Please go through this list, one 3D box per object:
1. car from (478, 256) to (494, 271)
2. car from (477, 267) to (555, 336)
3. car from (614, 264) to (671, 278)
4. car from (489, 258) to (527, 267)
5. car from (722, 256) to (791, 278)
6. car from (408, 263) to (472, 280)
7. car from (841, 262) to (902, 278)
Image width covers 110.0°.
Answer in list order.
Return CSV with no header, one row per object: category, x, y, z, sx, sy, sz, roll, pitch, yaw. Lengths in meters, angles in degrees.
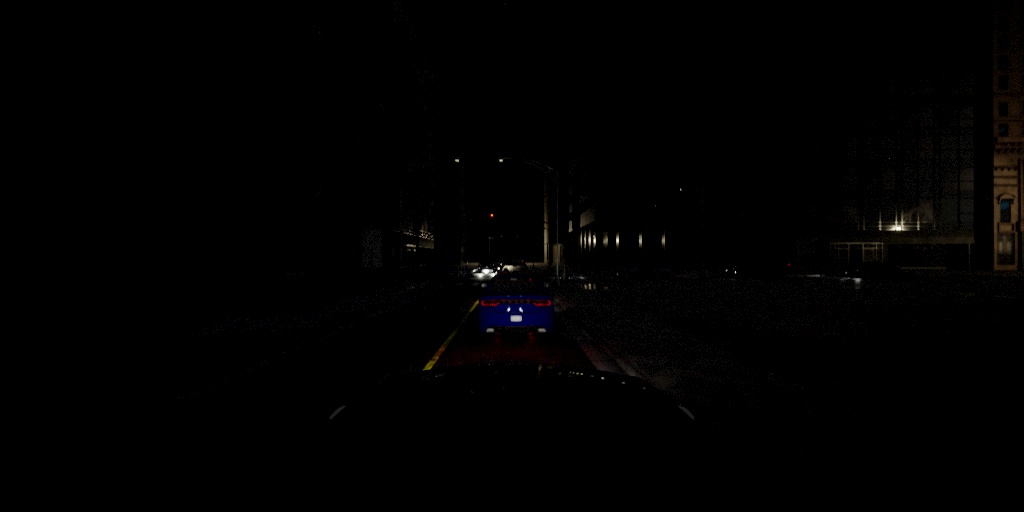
car,-3.136,1.028,45.826,2.150,2.045,5.566,0,0,-2
car,0.093,1.235,10.415,1.882,1.535,5.008,0,0,0
car,12.024,1.391,33.308,4.718,1.301,1.895,0,0,3
car,0.140,1.119,19.283,2.097,1.767,4.553,0,0,2
car,22.700,1.005,33.324,5.566,2.045,2.150,0,0,0
car,-6.243,1.324,31.158,5.357,1.411,2.033,0,0,-17
car,33.381,1.294,33.322,4.674,1.442,1.812,0,0,0
